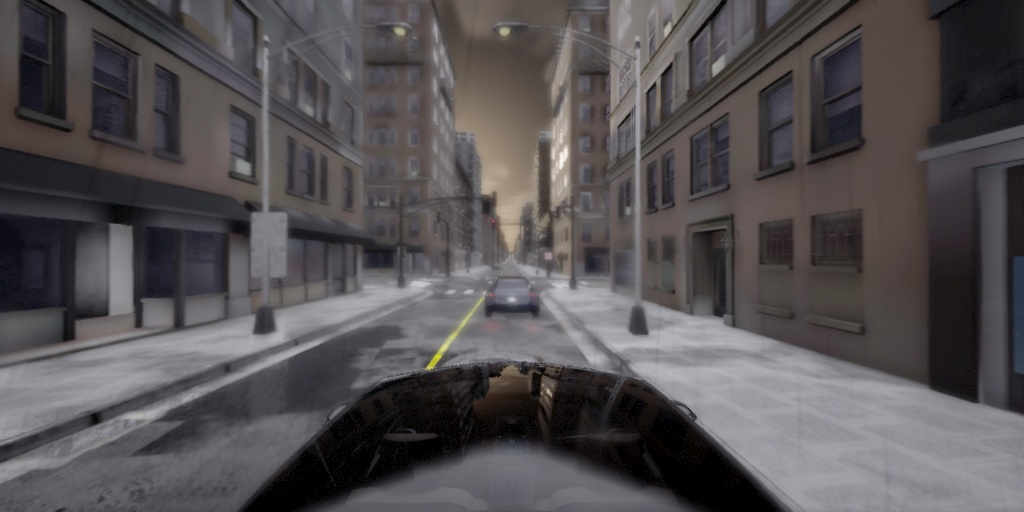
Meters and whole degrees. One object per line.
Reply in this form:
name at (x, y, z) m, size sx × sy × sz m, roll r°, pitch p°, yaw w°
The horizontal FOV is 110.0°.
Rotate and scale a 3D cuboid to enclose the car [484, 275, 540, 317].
car at (-0.001, 1.441, 13.891) m, size 1.994 × 1.385 × 4.181 m, roll 0°, pitch -1°, yaw 0°
